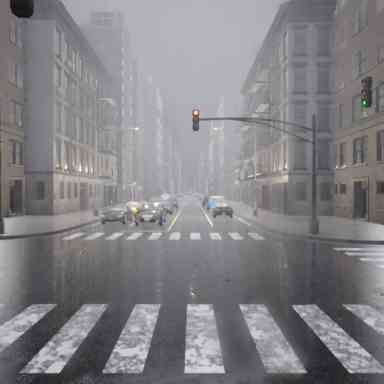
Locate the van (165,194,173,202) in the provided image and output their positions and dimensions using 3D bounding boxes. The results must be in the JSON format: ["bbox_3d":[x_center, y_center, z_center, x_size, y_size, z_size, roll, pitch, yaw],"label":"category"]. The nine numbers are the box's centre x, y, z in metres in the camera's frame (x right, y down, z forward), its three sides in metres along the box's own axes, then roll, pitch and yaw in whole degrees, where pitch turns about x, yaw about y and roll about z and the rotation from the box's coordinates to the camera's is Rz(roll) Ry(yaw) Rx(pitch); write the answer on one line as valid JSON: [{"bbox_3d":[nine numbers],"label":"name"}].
[{"bbox_3d":[-5.448,1.336,78.390,1.690,1.788,3.998,0,0,0],"label":"van"}]

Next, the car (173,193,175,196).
[{"bbox_3d":[-5.443,1.310,72.983,2.192,1.841,5.009,0,0,0],"label":"car"}]

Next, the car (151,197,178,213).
[{"bbox_3d":[-2.847,1.544,34.170,2.033,1.411,5.357,0,0,0],"label":"car"}]

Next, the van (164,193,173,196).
[{"bbox_3d":[-5.437,1.336,67.577,1.690,1.788,3.998,0,0,0],"label":"van"}]

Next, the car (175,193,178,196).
[{"bbox_3d":[-5.459,1.545,89.203,2.008,1.369,4.403,0,0,0],"label":"car"}]

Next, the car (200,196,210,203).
[{"bbox_3d":[2.642,1.521,67.749,1.752,1.417,4.829,0,0,0],"label":"car"}]

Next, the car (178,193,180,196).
[{"bbox_3d":[-5.465,1.309,94.609,2.192,1.841,5.009,0,0,0],"label":"car"}]

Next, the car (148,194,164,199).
[{"bbox_3d":[-5.415,1.436,45.953,1.967,1.590,4.097,0,0,0],"label":"car"}]

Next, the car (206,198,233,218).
[{"bbox_3d":[2.636,1.548,29.736,2.008,1.369,4.403,0,0,0],"label":"car"}]

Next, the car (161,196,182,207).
[{"bbox_3d":[-2.839,1.560,44.659,1.994,1.385,4.181,0,0,1],"label":"car"}]

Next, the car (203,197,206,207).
[{"bbox_3d":[2.638,1.578,40.549,1.802,1.307,4.206,0,0,0],"label":"car"}]

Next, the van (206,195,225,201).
[{"bbox_3d":[2.637,1.338,35.142,1.690,1.788,3.998,0,0,0],"label":"van"}]

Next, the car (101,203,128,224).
[{"bbox_3d":[-5.392,1.549,24.328,2.008,1.369,4.403,0,0,0],"label":"car"}]

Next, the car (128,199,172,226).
[{"bbox_3d":[-2.851,1.489,23.696,2.128,1.511,4.902,0,0,0],"label":"car"}]

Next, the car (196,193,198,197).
[{"bbox_3d":[2.645,1.539,83.799,1.887,1.381,4.507,0,0,0],"label":"car"}]

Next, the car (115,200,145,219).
[{"bbox_3d":[-5.398,1.523,29.564,1.752,1.417,4.829,0,0,0],"label":"car"}]

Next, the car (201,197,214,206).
[{"bbox_3d":[2.640,1.561,56.767,1.947,1.339,4.313,0,0,0],"label":"car"}]

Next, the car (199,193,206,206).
[{"bbox_3d":[2.640,1.311,51.361,2.192,1.841,5.009,0,0,0],"label":"car"}]
